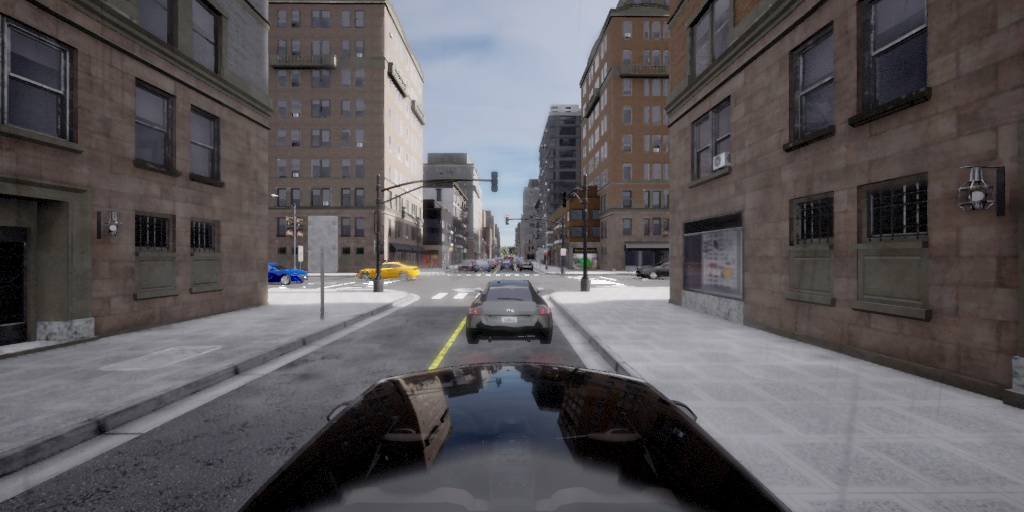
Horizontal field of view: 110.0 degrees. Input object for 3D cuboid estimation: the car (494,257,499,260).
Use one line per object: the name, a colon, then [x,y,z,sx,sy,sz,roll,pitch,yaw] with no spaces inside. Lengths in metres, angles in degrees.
car: [-3.653,1.296,64.265,1.882,1.535,5.008,0,0,0]

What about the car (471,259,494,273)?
car: [-3.560,1.309,44.633,1.812,1.442,4.674,0,0,1]

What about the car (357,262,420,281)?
car: [-10.187,1.263,29.715,5.008,1.535,1.882,0,0,-1]

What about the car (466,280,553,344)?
car: [-0.067,1.314,9.578,1.994,1.385,4.181,0,0,0]

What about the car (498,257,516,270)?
car: [-0.703,1.322,52.848,1.812,1.442,4.674,0,0,0]

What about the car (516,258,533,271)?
car: [1.916,1.356,48.649,1.948,1.339,4.313,0,0,0]

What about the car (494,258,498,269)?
car: [-3.608,1.347,54.313,2.033,1.411,5.357,0,0,0]

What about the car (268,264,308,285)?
car: [-17.575,1.288,26.167,5.008,1.535,1.882,0,0,1]

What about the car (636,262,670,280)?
car: [12.944,1.198,30.017,4.892,1.490,1.837,-1,0,-1]

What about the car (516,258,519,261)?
car: [1.830,1.391,59.671,1.802,1.307,4.207,0,0,0]

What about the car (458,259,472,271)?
car: [-6.108,1.230,48.587,1.967,1.591,4.097,0,0,0]
